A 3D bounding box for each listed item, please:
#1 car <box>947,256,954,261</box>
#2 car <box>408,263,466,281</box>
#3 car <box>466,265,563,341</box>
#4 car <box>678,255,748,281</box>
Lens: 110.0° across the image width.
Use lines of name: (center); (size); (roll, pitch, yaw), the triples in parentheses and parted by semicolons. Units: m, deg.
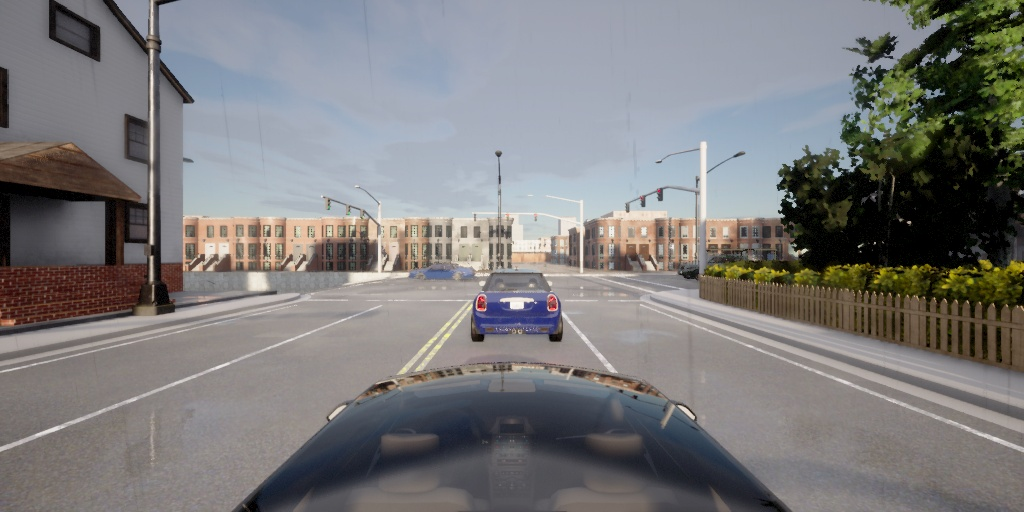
car: (33.535, 0.971, 29.744); (5.566, 2.045, 2.150); (0, 0, 0)
car: (-5.721, 1.298, 29.637); (5.357, 1.411, 2.033); (0, 0, 0)
car: (0.108, 1.102, 9.994); (2.097, 1.767, 4.553); (0, 0, 0)
car: (16.799, 0.971, 29.711); (5.566, 2.045, 2.150); (0, 0, 0)
